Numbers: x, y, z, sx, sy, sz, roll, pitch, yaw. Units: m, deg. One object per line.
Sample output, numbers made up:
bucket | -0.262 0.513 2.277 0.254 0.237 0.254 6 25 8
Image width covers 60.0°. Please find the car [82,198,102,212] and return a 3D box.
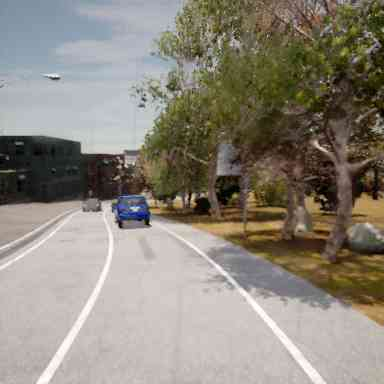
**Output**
car | -12.757 1.608 42.610 2.097 1.767 4.553 -1 0 -11

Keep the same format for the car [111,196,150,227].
car | -4.417 1.305 24.151 2.150 2.045 5.566 -2 0 -16

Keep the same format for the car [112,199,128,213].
car | -9.147 1.676 42.026 1.837 1.490 4.892 -2 0 -13
